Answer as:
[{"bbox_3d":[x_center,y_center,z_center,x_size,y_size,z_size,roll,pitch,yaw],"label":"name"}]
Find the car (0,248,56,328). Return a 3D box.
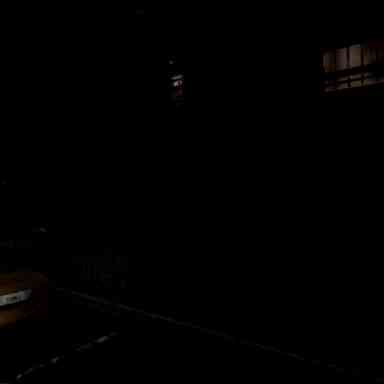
[{"bbox_3d":[-4.512,1.536,6.274,4.829,1.417,1.752,0,-1,36],"label":"car"}]
